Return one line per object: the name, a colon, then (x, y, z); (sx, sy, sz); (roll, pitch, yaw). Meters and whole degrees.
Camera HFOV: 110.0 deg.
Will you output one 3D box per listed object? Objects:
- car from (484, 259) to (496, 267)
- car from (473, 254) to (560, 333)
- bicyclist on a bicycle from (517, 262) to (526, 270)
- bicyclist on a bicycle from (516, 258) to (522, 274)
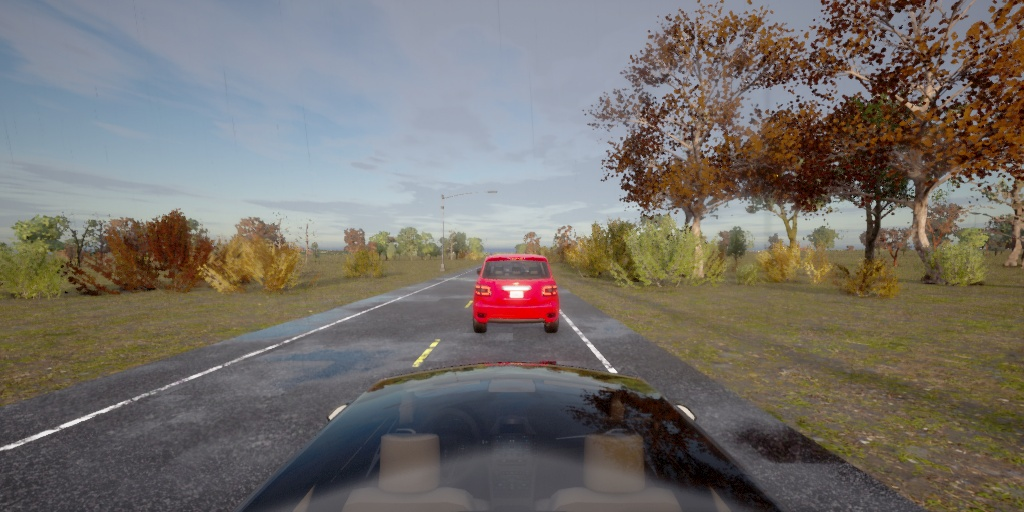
car: (-3.970, 1.258, 64.654); (1.812, 1.442, 4.674); (0, 0, 0)
car: (0.084, 0.968, 10.842); (2.150, 2.045, 5.566); (0, 0, -1)
bicyclist on a bicycle: (0.876, 1.110, 30.021); (0.659, 1.776, 1.843); (0, 0, 0)
bicyclist on a bicycle: (0.807, 1.107, 40.033); (0.659, 1.776, 1.843); (0, 0, 0)
